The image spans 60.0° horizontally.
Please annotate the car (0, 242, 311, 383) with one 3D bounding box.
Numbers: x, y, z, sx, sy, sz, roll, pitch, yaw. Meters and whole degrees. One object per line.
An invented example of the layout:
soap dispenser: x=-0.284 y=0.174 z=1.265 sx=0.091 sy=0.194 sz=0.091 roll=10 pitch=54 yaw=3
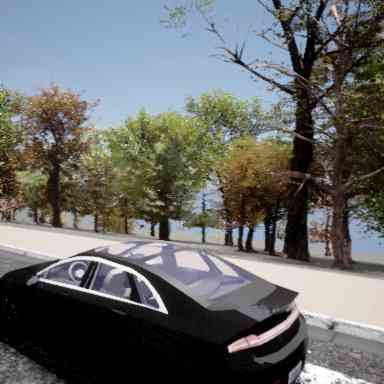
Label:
car: x=-0.944 y=1.463 z=4.616 sx=4.902 sy=1.511 sz=2.128 roll=0 pitch=1 yaw=38
